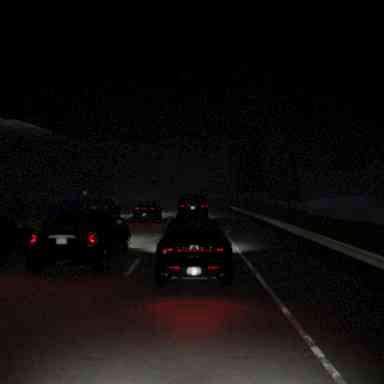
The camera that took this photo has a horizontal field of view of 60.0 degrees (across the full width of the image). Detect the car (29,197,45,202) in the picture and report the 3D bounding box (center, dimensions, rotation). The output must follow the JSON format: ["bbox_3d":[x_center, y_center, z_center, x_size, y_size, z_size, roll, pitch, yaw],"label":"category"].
[{"bbox_3d":[-21.449,1.411,47.095,1.994,1.385,4.181,0,0,-3],"label":"car"}]

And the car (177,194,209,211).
[{"bbox_3d":[0.068,1.142,25.194,2.150,2.045,5.566,0,1,0],"label":"car"}]

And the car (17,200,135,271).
[{"bbox_3d":[-3.431,1.315,10.910,2.097,1.767,4.553,0,0,0],"label":"car"}]

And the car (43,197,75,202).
[{"bbox_3d":[-10.417,1.386,28.241,1.882,1.535,5.008,0,0,0],"label":"car"}]

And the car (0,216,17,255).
[{"bbox_3d":[-6.931,1.468,10.818,1.837,1.490,4.892,0,0,0],"label":"car"}]

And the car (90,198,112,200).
[{"bbox_3d":[-6.929,1.267,25.902,2.097,1.767,4.553,0,0,0],"label":"car"}]

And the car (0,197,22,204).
[{"bbox_3d":[-24.847,1.378,45.280,1.812,1.442,4.674,0,0,-3],"label":"car"}]

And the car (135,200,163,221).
[{"bbox_3d":[-3.426,1.407,26.288,2.128,1.511,4.902,0,0,0],"label":"car"}]

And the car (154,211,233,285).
[{"bbox_3d":[0.062,1.469,9.427,1.837,1.490,4.892,0,-1,1],"label":"car"}]
